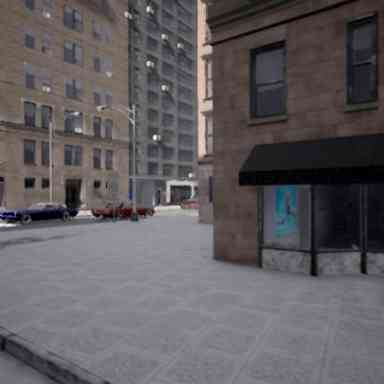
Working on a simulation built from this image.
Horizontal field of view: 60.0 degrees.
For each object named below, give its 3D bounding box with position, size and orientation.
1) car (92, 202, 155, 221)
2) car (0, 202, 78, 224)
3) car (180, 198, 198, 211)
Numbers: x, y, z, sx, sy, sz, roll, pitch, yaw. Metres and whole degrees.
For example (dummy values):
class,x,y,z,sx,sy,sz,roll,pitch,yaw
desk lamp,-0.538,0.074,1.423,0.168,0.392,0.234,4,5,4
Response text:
class,x,y,z,sx,sy,sz,roll,pitch,yaw
car,-4.878,1.371,24.462,1.895,1.301,4.718,0,0,36
car,-10.207,1.389,22.435,1.895,1.301,4.718,0,0,33
car,0.532,1.344,37.404,1.994,1.385,4.181,0,0,36
